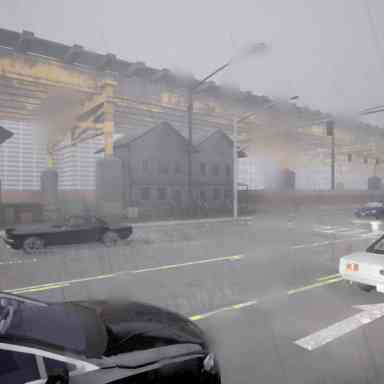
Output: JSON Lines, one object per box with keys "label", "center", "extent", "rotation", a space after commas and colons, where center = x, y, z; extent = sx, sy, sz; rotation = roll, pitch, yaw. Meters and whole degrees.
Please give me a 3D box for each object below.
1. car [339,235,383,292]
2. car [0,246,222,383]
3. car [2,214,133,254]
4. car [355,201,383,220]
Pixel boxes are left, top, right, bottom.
{"label": "car", "center": [5.565, 1.601, 7.740], "extent": [4.718, 1.301, 1.895], "rotation": [0, 0, -35]}
{"label": "car", "center": [-1.951, 1.492, 2.354], "extent": [4.902, 1.511, 2.128], "rotation": [0, 0, -35]}
{"label": "car", "center": [-4.904, 1.601, 13.387], "extent": [4.718, 1.301, 1.895], "rotation": [0, 0, -35]}
{"label": "car", "center": [15.592, 1.526, 27.972], "extent": [4.674, 1.442, 1.812], "rotation": [0, 0, -35]}
